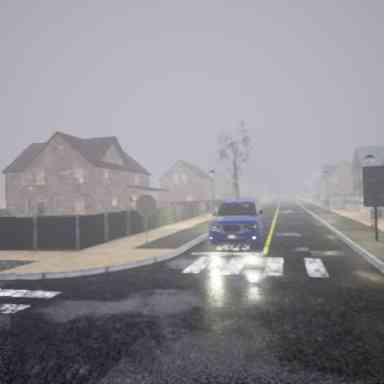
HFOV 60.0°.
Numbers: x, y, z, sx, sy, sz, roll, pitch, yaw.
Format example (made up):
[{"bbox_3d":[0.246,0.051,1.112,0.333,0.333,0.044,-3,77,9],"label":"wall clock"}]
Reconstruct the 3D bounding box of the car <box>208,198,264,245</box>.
[{"bbox_3d":[2.333,1.395,16.331,2.150,2.045,5.566,-2,1,15],"label":"car"}]
